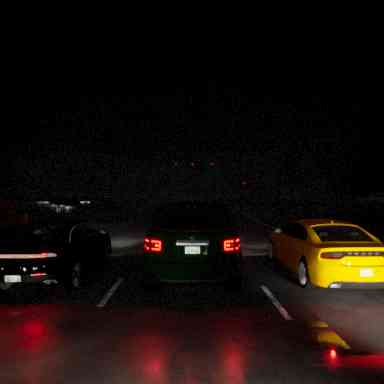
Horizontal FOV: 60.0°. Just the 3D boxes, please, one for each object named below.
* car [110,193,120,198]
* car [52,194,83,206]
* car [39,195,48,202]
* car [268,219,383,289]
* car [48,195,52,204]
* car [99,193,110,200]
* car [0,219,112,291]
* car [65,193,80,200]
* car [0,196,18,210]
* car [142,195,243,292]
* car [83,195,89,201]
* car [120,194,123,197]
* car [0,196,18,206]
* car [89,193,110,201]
[{"bbox_3d":[-18.736,1.017,77.003,2.097,1.767,4.553,0,0,-1],"label":"car"},{"bbox_3d":[-18.362,1.359,49.380,2.033,1.411,5.357,0,0,-1],"label":"car"},{"bbox_3d":[-29.064,1.269,66.808,1.994,1.385,4.181,0,0,-1],"label":"car"},{"bbox_3d":[3.477,1.469,9.143,1.882,1.535,5.008,0,0,0],"label":"car"},{"bbox_3d":[-21.948,1.340,55.804,1.994,1.385,4.181,0,0,-1],"label":"car"},{"bbox_3d":[-22.483,1.094,85.319,1.882,1.535,5.008,0,0,-4],"label":"car"},{"bbox_3d":[-3.519,1.483,8.945,2.128,1.511,4.902,0,0,0],"label":"car"},{"bbox_3d":[-29.356,1.112,82.047,1.882,1.535,5.008,0,0,-1],"label":"car"},{"bbox_3d":[-21.663,1.228,37.549,2.097,1.767,4.553,0,0,-1],"label":"car"},{"bbox_3d":[-0.011,1.213,9.089,2.150,2.045,5.566,0,0,0],"label":"car"},{"bbox_3d":[-22.128,1.248,70.647,1.994,1.385,4.181,0,0,-1],"label":"car"},{"bbox_3d":[-19.136,1.147,87.097,2.033,1.411,5.357,0,0,-4],"label":"car"},{"bbox_3d":[-28.880,1.326,51.242,1.812,1.442,4.674,0,0,-1],"label":"car"},{"bbox_3d":[-18.562,1.270,66.792,1.994,1.385,4.181,0,0,-1],"label":"car"}]
